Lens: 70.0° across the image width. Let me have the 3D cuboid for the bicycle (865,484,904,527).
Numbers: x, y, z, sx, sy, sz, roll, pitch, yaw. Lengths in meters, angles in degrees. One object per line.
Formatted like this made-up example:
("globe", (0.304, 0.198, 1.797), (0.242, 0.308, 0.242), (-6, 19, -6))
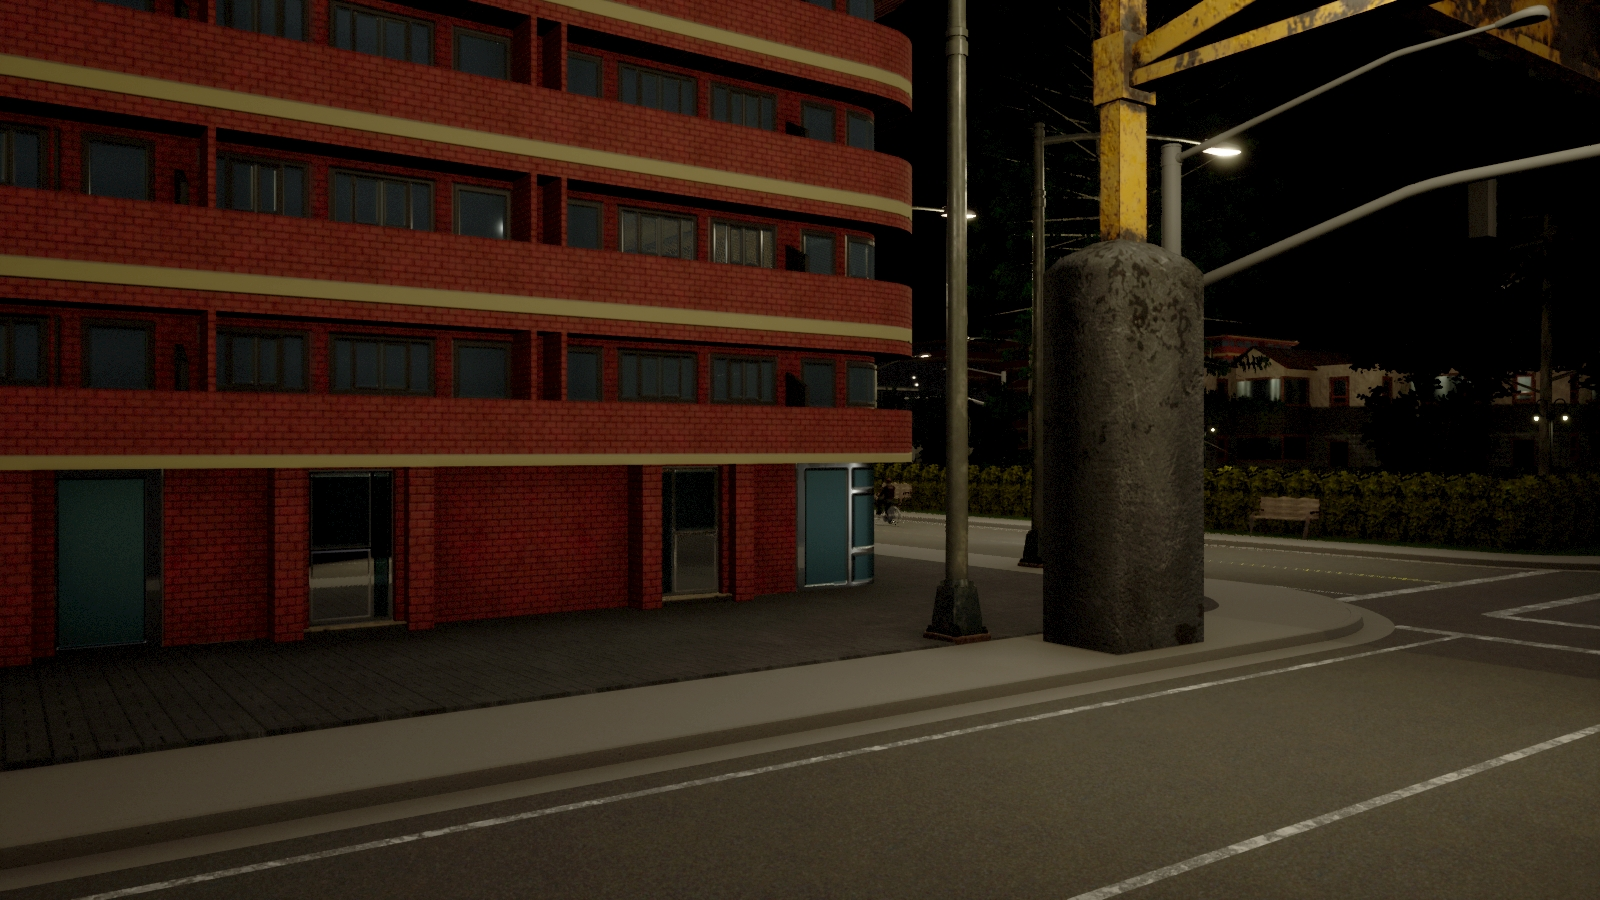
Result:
("bicycle", (3.099, 2.036, 42.107), (0.329, 1.496, 1.835), (0, 0, -35))
